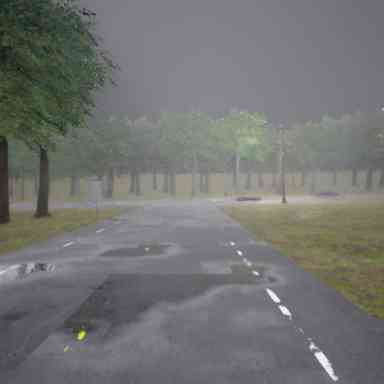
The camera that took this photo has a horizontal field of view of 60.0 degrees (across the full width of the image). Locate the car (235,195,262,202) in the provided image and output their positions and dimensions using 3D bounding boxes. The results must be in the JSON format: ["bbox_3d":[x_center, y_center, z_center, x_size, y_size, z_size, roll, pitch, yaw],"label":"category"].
[{"bbox_3d":[10.339,1.180,60.566,4.718,1.301,1.895,-1,3,0],"label":"car"}]

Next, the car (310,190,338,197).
[{"bbox_3d":[26.748,0.258,67.498,5.357,1.411,2.033,-2,3,0],"label":"car"}]
